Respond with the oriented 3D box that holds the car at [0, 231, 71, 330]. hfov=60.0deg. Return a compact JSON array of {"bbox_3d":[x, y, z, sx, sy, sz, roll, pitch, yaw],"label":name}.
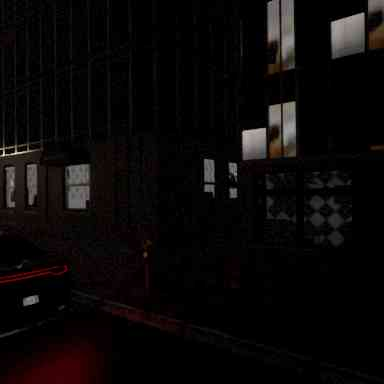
[{"bbox_3d":[-4.431,1.480,6.453,5.008,1.535,1.882,0,0,36],"label":"car"}]
